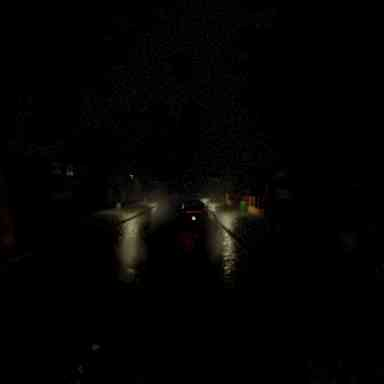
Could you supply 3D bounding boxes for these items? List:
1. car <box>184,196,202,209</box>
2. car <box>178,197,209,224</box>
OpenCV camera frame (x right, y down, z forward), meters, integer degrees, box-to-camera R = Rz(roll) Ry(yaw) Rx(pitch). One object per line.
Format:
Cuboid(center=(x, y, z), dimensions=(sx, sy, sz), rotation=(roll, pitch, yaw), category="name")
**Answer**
Cuboid(center=(0.110, 1.266, 41.468), dimensions=(2.033, 1.411, 5.357), rotation=(0, 0, 0), category="car")
Cuboid(center=(0.106, 1.358, 23.093), dimensions=(1.837, 1.490, 4.892), rotation=(0, 1, 0), category="car")
